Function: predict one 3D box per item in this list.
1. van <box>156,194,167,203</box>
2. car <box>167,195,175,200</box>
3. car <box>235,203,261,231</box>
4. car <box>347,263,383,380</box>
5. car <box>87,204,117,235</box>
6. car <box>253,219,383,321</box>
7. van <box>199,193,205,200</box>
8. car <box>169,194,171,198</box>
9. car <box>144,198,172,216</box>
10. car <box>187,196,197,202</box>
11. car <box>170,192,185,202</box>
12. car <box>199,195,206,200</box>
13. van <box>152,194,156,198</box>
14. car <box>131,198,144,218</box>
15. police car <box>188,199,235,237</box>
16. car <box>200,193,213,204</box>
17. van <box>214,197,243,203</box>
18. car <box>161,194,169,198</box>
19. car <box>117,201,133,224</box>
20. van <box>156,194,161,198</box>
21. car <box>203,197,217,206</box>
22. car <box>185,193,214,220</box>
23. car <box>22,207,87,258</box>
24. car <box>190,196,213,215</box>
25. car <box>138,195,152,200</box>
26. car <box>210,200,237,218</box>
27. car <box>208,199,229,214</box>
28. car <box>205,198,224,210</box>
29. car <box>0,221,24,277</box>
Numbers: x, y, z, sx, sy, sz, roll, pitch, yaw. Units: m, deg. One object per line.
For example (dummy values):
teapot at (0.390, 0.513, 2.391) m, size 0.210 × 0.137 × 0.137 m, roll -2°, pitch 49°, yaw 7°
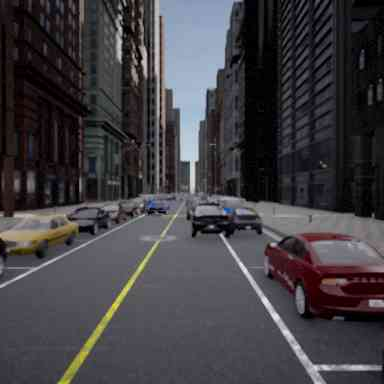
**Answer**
van at (-5.781, 1.219, 63.551) m, size 1.690 × 1.788 × 3.998 m, roll 0°, pitch 0°, yaw 0°
car at (-5.787, 1.417, 91.735) m, size 1.947 × 1.339 × 4.313 m, roll 0°, pitch 0°, yaw 0°
car at (2.756, 1.505, 18.479) m, size 2.008 × 1.369 × 4.403 m, roll 0°, pitch 0°, yaw 0°
car at (2.760, 1.540, 1.570) m, size 1.887 × 1.381 × 4.507 m, roll 0°, pitch 0°, yaw 0°
car at (-5.769, 1.520, 18.459) m, size 1.947 × 1.339 × 4.313 m, roll 0°, pitch 0°, yaw 0°
car at (2.759, 1.526, 7.207) m, size 1.887 × 1.381 × 4.507 m, roll 0°, pitch 0°, yaw 0°
van at (2.737, 1.192, 91.749) m, size 1.690 × 1.788 × 3.998 m, roll 0°, pitch 0°, yaw 0°
car at (-5.785, 1.405, 80.462) m, size 1.887 × 1.381 × 4.507 m, roll 0°, pitch 0°, yaw 0°
car at (-3.106, 1.529, 31.370) m, size 1.895 × 1.301 × 4.718 m, roll 0°, pitch 0°, yaw 0°
car at (-0.017, 1.415, 68.792) m, size 1.895 × 1.301 × 4.718 m, roll 0°, pitch 0°, yaw 0°
car at (-3.018, 1.345, 72.071) m, size 2.128 × 1.511 × 4.902 m, roll 0°, pitch 0°, yaw 0°
car at (2.739, 1.380, 86.284) m, size 1.752 × 1.417 × 4.829 m, roll 0°, pitch 0°, yaw 0°
van at (-5.775, 1.252, 41.006) m, size 1.690 × 1.788 × 3.998 m, roll 0°, pitch 0°, yaw 0°
car at (-5.772, 1.497, 29.733) m, size 1.947 × 1.339 × 4.313 m, roll 0°, pitch 0°, yaw 0°
police car at (0.895, 1.381, 17.774) m, size 1.930 × 1.638 × 5.238 m, roll 0°, pitch 0°, yaw 0°
car at (2.744, 1.193, 63.568) m, size 2.192 × 1.841 × 5.009 m, roll 0°, pitch 0°, yaw 0°
van at (2.754, 1.283, 24.115) m, size 1.690 × 1.788 × 3.998 m, roll 0°, pitch 0°, yaw 0°
car at (-5.779, 1.200, 57.915) m, size 2.192 × 1.841 × 5.009 m, roll 0°, pitch 0°, yaw 0°
car at (-5.770, 1.524, 24.097) m, size 1.802 × 1.307 × 4.206 m, roll 0°, pitch 0°, yaw 0°
van at (-5.777, 1.243, 46.642) m, size 1.690 × 1.788 × 3.998 m, roll 0°, pitch 0°, yaw 0°
car at (2.747, 1.438, 52.296) m, size 1.887 × 1.381 × 4.507 m, roll 0°, pitch 0°, yaw 0°
car at (0.669, 1.279, 27.668) m, size 2.097 × 1.767 × 4.553 m, roll -1°, pitch 1°, yaw 2°
car at (-5.767, 1.493, 12.653) m, size 1.752 × 1.417 × 4.829 m, roll 0°, pitch 0°, yaw 0°
car at (0.891, 1.275, 33.634) m, size 2.097 × 1.767 × 4.553 m, roll 0°, pitch 0°, yaw 0°
car at (-5.774, 1.361, 35.370) m, size 1.967 × 1.590 × 4.097 m, roll 0°, pitch 0°, yaw 0°
car at (2.753, 1.482, 29.751) m, size 2.008 × 1.369 × 4.403 m, roll 0°, pitch 0°, yaw 0°
car at (2.752, 1.502, 35.388) m, size 1.802 × 1.307 × 4.206 m, roll 0°, pitch 0°, yaw 0°
car at (2.750, 1.462, 41.024) m, size 2.008 × 1.369 × 4.403 m, roll 0°, pitch 0°, yaw 0°
car at (-5.766, 1.547, 7.187) m, size 1.947 × 1.339 × 4.313 m, roll 0°, pitch 0°, yaw 0°
